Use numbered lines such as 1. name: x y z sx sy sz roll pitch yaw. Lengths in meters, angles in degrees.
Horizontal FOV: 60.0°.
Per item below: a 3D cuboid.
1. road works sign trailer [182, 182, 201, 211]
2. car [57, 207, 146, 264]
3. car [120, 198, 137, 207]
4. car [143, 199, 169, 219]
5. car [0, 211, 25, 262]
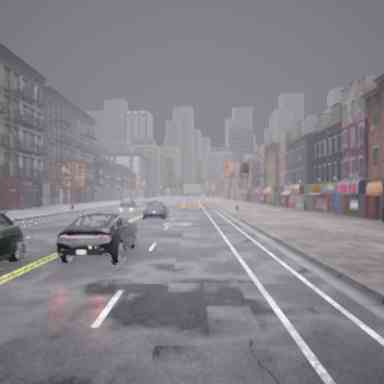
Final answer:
1. road works sign trailer: -0.004 0.559 42.319 2.380 3.560 2.880 0 0 0
2. car: -3.151 1.507 11.898 2.128 1.511 4.902 0 0 0
3. car: -9.819 1.655 51.282 1.812 1.442 4.674 0 0 0
4. car: -3.153 1.617 29.605 1.994 1.385 4.181 0 0 0
5. car: -6.599 1.363 9.150 2.097 1.767 4.553 0 0 0
